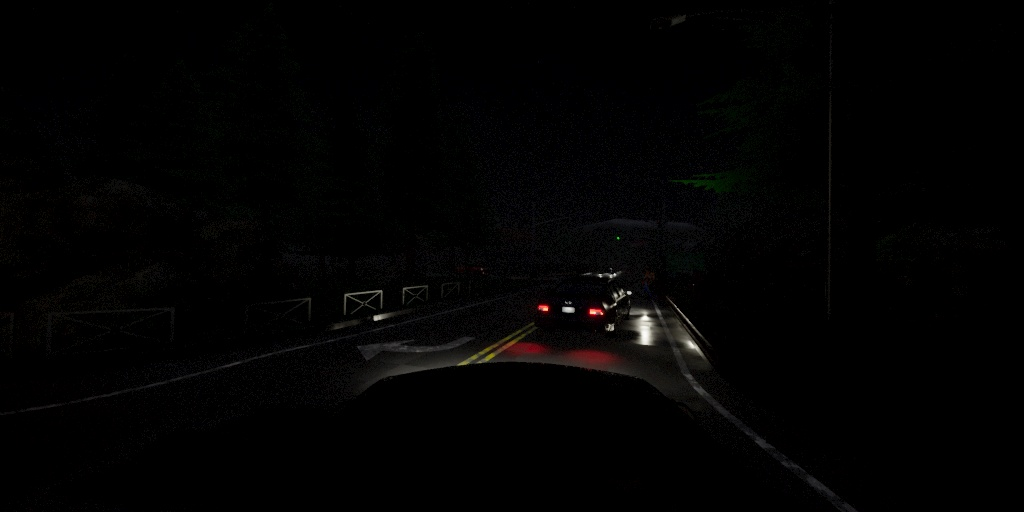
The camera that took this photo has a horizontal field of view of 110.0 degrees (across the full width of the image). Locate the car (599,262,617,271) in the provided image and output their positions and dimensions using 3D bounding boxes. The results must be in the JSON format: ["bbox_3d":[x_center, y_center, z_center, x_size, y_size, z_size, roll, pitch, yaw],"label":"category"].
[{"bbox_3d":[15.351,2.070,57.947,2.097,1.767,4.553,1,-1,19],"label":"car"}]

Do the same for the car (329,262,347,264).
[{"bbox_3d":[-23.387,1.549,51.261,4.674,1.442,1.812,1,-1,23],"label":"car"}]

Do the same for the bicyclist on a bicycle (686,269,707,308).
[{"bbox_3d":[7.805,1.386,15.107,1.656,1.620,0.582,1,-1,-35],"label":"bicyclist on a bicycle"}]

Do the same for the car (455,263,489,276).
[{"bbox_3d":[-5.079,1.632,44.504,4.553,1.767,2.097,1,-1,19],"label":"car"}]

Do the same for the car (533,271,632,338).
[{"bbox_3d":[2.258,1.297,10.256,2.033,1.411,5.357,1,-1,24],"label":"car"}]

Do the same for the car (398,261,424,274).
[{"bbox_3d":[-13.975,1.505,47.662,4.553,1.767,2.097,1,-1,20],"label":"car"}]

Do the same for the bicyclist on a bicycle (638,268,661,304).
[{"bbox_3d":[6.354,1.375,16.482,1.656,1.620,0.582,1,-1,-32],"label":"bicyclist on a bicycle"}]
